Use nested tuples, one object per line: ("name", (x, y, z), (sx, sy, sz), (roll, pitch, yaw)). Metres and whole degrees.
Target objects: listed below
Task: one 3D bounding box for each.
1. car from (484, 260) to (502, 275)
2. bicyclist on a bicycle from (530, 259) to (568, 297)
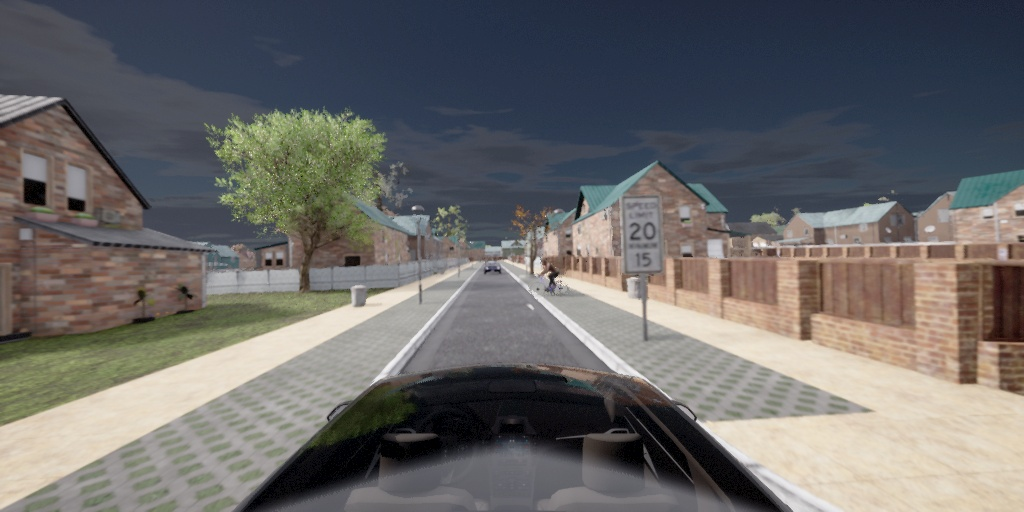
("car", (-2.129, 1.301, 39.507), (1.895, 1.301, 4.718), (-2, 0, -3))
("bicyclist on a bicycle", (1.568, 0.954, 15.353), (1.656, 1.620, 0.582), (-2, 0, -3))
